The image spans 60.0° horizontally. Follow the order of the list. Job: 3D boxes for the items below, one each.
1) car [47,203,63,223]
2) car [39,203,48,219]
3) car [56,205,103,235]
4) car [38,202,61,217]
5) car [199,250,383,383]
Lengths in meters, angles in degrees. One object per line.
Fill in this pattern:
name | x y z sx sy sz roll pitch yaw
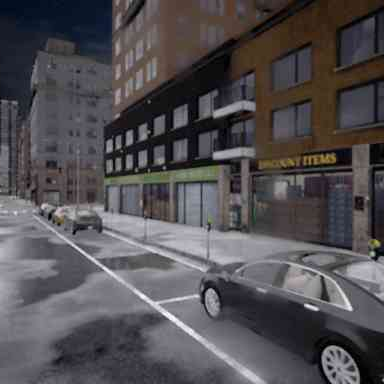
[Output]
car | -9.352 1.686 24.752 1.752 1.417 4.829 -1 0 -29
car | -12.012 1.755 29.469 1.947 1.339 4.313 -1 0 -29
car | -6.524 1.680 19.738 2.008 1.369 4.403 -1 0 -29
car | -14.757 1.801 34.334 1.802 1.307 4.206 -1 0 -29
car | 1.709 1.583 5.143 2.008 1.369 4.403 -1 0 -29
